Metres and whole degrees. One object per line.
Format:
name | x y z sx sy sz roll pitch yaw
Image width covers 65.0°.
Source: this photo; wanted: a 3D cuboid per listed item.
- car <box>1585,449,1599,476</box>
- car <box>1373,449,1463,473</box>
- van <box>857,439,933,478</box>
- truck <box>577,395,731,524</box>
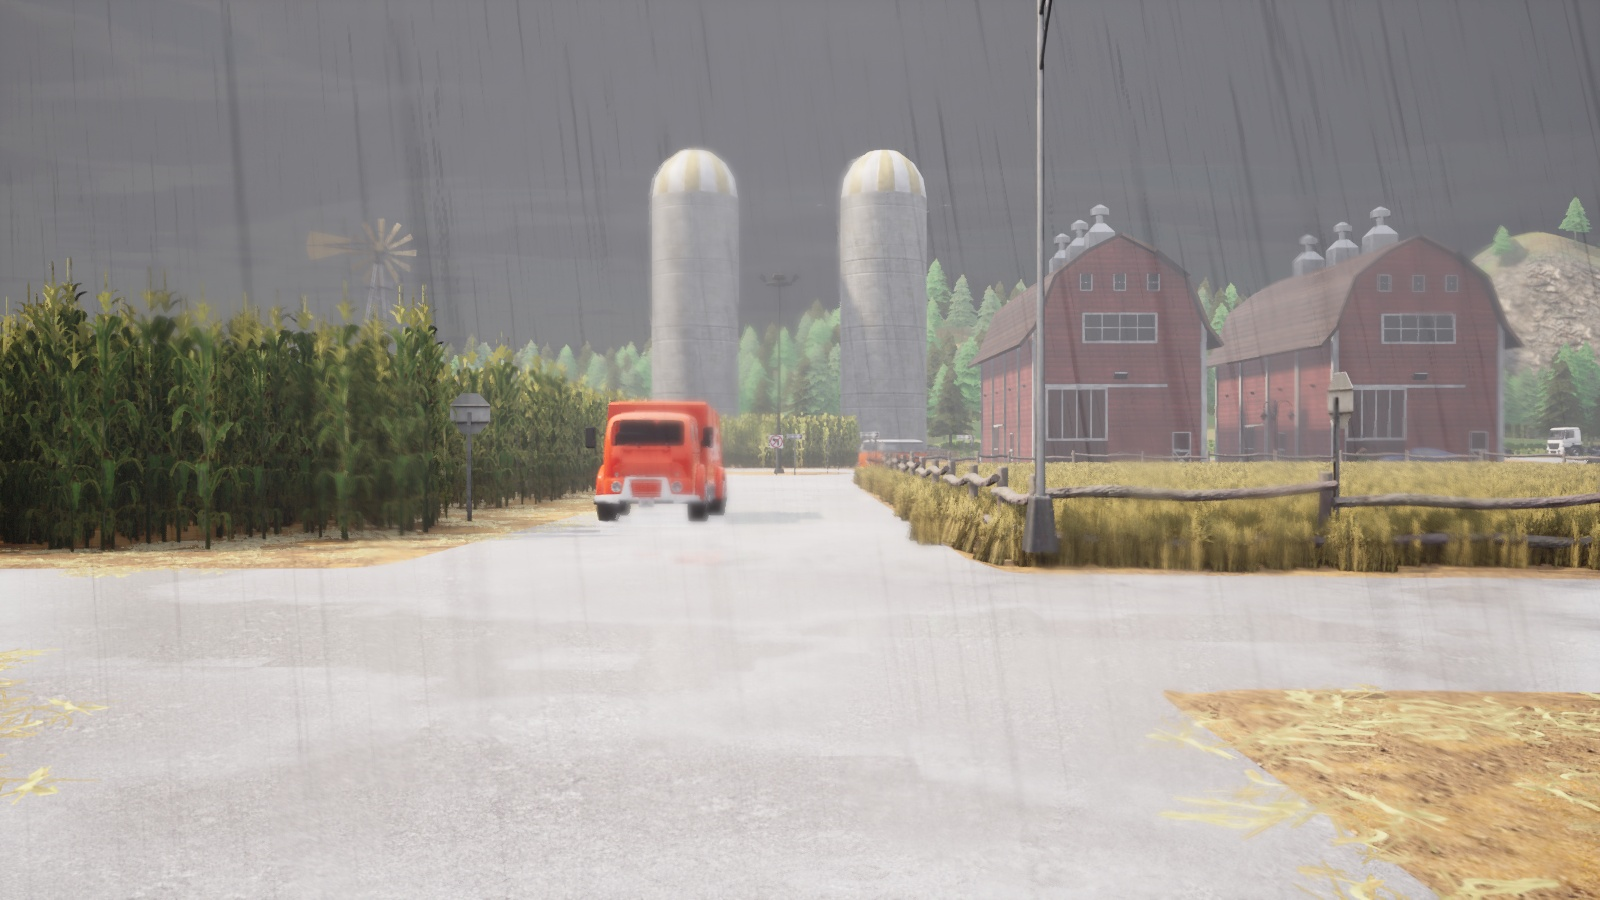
car | 45.595 0.717 68.702 1.816 1.474 4.193 0 0 -24
car | 38.503 0.681 78.329 4.674 1.442 1.812 0 0 11
van | 5.096 0.436 66.926 1.775 1.987 4.442 0 0 41
truck | -2.929 0.230 26.551 2.627 2.467 5.204 0 -1 0
